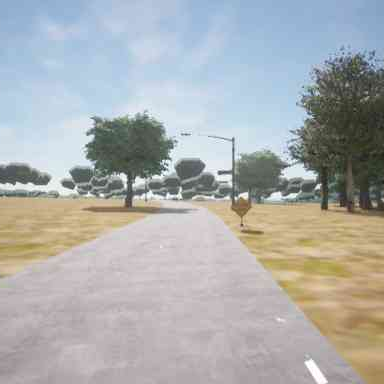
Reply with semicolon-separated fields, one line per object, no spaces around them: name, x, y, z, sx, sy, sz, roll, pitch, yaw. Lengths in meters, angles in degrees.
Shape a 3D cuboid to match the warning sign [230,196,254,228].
warning sign;2.993;1.196;20.103;1.300;1.860;1.060;-1;-1;1
